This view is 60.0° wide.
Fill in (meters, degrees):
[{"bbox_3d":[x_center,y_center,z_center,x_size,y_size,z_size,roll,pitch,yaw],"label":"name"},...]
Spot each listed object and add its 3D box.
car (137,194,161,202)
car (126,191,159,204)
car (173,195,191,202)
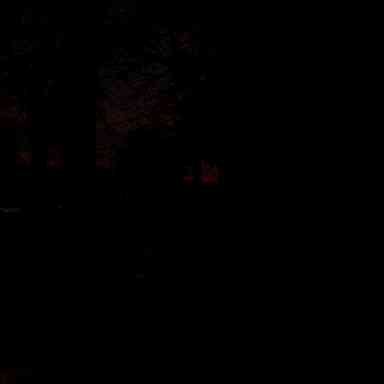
[{"bbox_3d":[-7.752,1.073,60.510,1.812,1.442,4.674,1,0,28],"label":"car"},{"bbox_3d":[-8.163,0.827,53.250,2.150,2.045,5.566,1,1,29],"label":"car"},{"bbox_3d":[-1.805,1.224,65.823,2.033,1.411,5.357,1,0,23],"label":"car"}]
